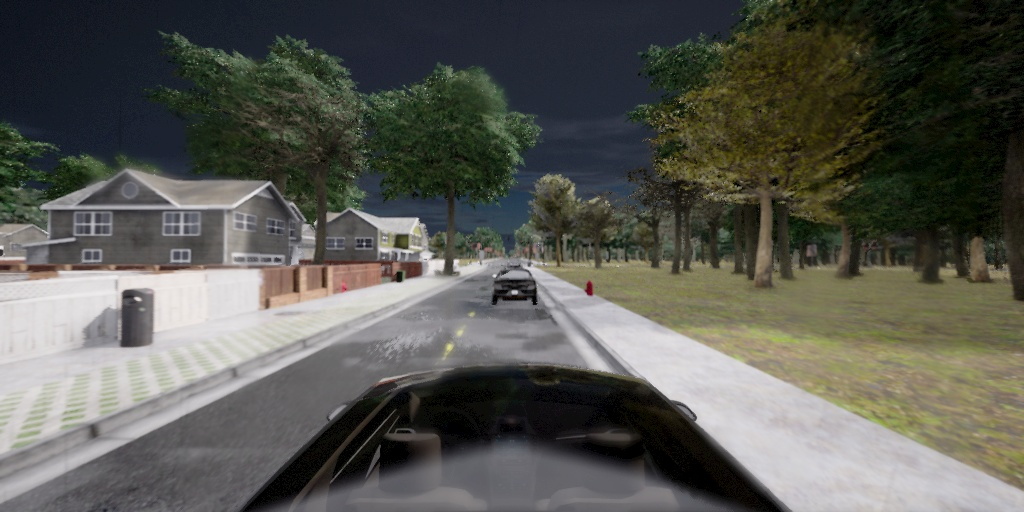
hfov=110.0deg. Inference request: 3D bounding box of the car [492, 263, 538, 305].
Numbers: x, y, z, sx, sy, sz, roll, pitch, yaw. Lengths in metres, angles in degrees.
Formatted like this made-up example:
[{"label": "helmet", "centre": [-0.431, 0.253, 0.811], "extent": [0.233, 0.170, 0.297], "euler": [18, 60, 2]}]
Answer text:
[{"label": "car", "centre": [0.120, 1.277, 16.493], "extent": [1.882, 1.535, 5.008], "euler": [0, 0, 0]}]
